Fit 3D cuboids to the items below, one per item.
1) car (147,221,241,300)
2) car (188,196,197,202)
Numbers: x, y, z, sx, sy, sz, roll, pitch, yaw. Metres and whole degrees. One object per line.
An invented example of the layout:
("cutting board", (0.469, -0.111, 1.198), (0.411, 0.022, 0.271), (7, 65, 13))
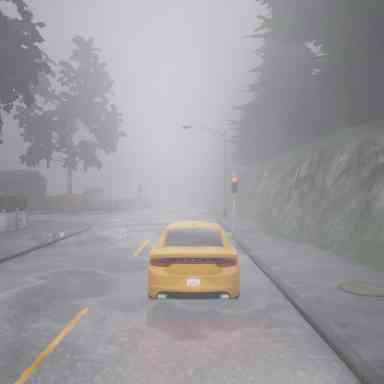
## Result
("car", (0.050, 1.478, 8.484), (1.882, 1.535, 5.008), (0, 0, 1))
("car", (0.017, 1.507, 71.017), (1.895, 1.301, 4.718), (0, 0, 0))
